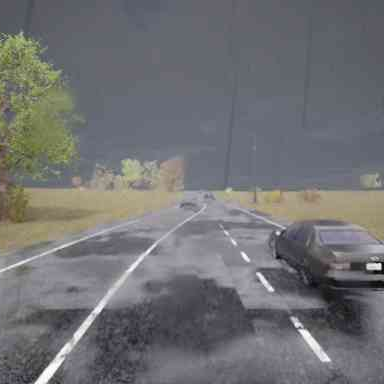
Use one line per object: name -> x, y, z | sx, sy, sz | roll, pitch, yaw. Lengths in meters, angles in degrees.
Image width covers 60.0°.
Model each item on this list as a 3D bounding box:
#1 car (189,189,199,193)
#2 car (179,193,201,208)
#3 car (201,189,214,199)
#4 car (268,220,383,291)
car -> 0.026, 0.505, 81.789 | 1.882, 1.535, 5.008 | 0, 1, 0
car -> -0.334, 1.153, 40.431 | 1.994, 1.385, 4.181 | 0, 1, 4
car -> 3.522, 0.640, 70.998 | 2.097, 1.767, 4.553 | 0, 1, 0
car -> 3.506, 1.456, 8.915 | 2.033, 1.411, 5.357 | 0, 1, 0
